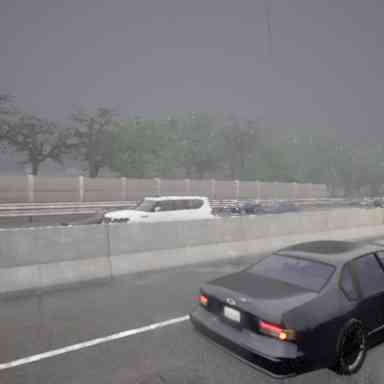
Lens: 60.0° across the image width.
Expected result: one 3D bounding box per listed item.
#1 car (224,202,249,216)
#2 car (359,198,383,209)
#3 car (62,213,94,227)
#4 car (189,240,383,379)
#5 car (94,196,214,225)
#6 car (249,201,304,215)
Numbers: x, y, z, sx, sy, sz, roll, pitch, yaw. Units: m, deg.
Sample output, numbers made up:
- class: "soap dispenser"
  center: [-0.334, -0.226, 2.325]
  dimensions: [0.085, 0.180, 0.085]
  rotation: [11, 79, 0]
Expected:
- class: "car"
  center: [5.418, 1.611, 32.676]
  dimensions: [4.718, 1.301, 1.895]
  rotation: [0, 0, -38]
- class: "car"
  center: [25.936, 1.554, 47.917]
  dimensions: [4.902, 1.511, 2.128]
  rotation: [0, 0, -35]
- class: "car"
  center: [-4.250, 1.547, 18.148]
  dimensions: [5.357, 1.411, 2.033]
  rotation: [0, 0, -35]
- class: "car"
  center: [2.541, 1.548, 5.550]
  dimensions: [5.357, 1.411, 2.033]
  rotation: [0, 0, -35]
- class: "car"
  center: [-1.459, 1.222, 15.834]
  dimensions: [5.566, 2.045, 2.150]
  rotation: [0, 0, -35]
- class: "car"
  center: [8.220, 1.559, 31.247]
  dimensions: [5.357, 1.411, 2.033]
  rotation: [0, 0, -35]
